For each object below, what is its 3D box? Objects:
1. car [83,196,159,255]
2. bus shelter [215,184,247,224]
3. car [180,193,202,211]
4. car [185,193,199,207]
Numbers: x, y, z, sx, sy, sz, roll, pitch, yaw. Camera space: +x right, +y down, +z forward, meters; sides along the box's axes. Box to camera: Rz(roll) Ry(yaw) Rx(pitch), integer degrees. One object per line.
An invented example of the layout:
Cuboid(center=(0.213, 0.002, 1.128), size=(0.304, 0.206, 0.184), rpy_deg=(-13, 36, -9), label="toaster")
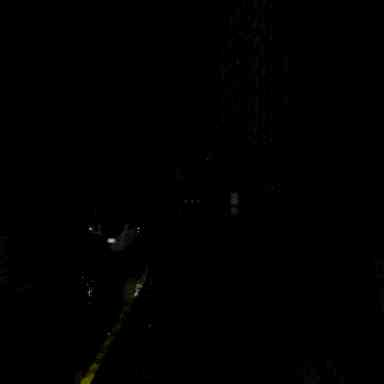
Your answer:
Cuboid(center=(-2.600, 1.210, 13.513), size=(2.150, 2.045, 5.566), rpy_deg=(0, 0, 0), label="car")
Cuboid(center=(2.878, 0.852, 25.214), size=(1.920, 2.740, 3.880), rpy_deg=(0, 0, 0), label="bus shelter")
Cuboid(center=(0.058, 1.180, 41.012), size=(2.150, 2.045, 5.566), rpy_deg=(0, 0, 1), label="car")
Cuboid(center=(0.001, 1.168, 51.581), size=(2.150, 2.045, 5.566), rpy_deg=(0, 0, 0), label="car")
